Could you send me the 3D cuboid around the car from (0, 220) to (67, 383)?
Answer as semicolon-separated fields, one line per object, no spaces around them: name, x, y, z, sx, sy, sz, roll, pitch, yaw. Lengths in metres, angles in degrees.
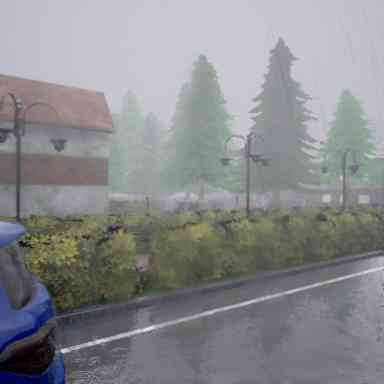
car;-3.516;1.205;1.475;5.566;2.045;2.150;1;0;-36
